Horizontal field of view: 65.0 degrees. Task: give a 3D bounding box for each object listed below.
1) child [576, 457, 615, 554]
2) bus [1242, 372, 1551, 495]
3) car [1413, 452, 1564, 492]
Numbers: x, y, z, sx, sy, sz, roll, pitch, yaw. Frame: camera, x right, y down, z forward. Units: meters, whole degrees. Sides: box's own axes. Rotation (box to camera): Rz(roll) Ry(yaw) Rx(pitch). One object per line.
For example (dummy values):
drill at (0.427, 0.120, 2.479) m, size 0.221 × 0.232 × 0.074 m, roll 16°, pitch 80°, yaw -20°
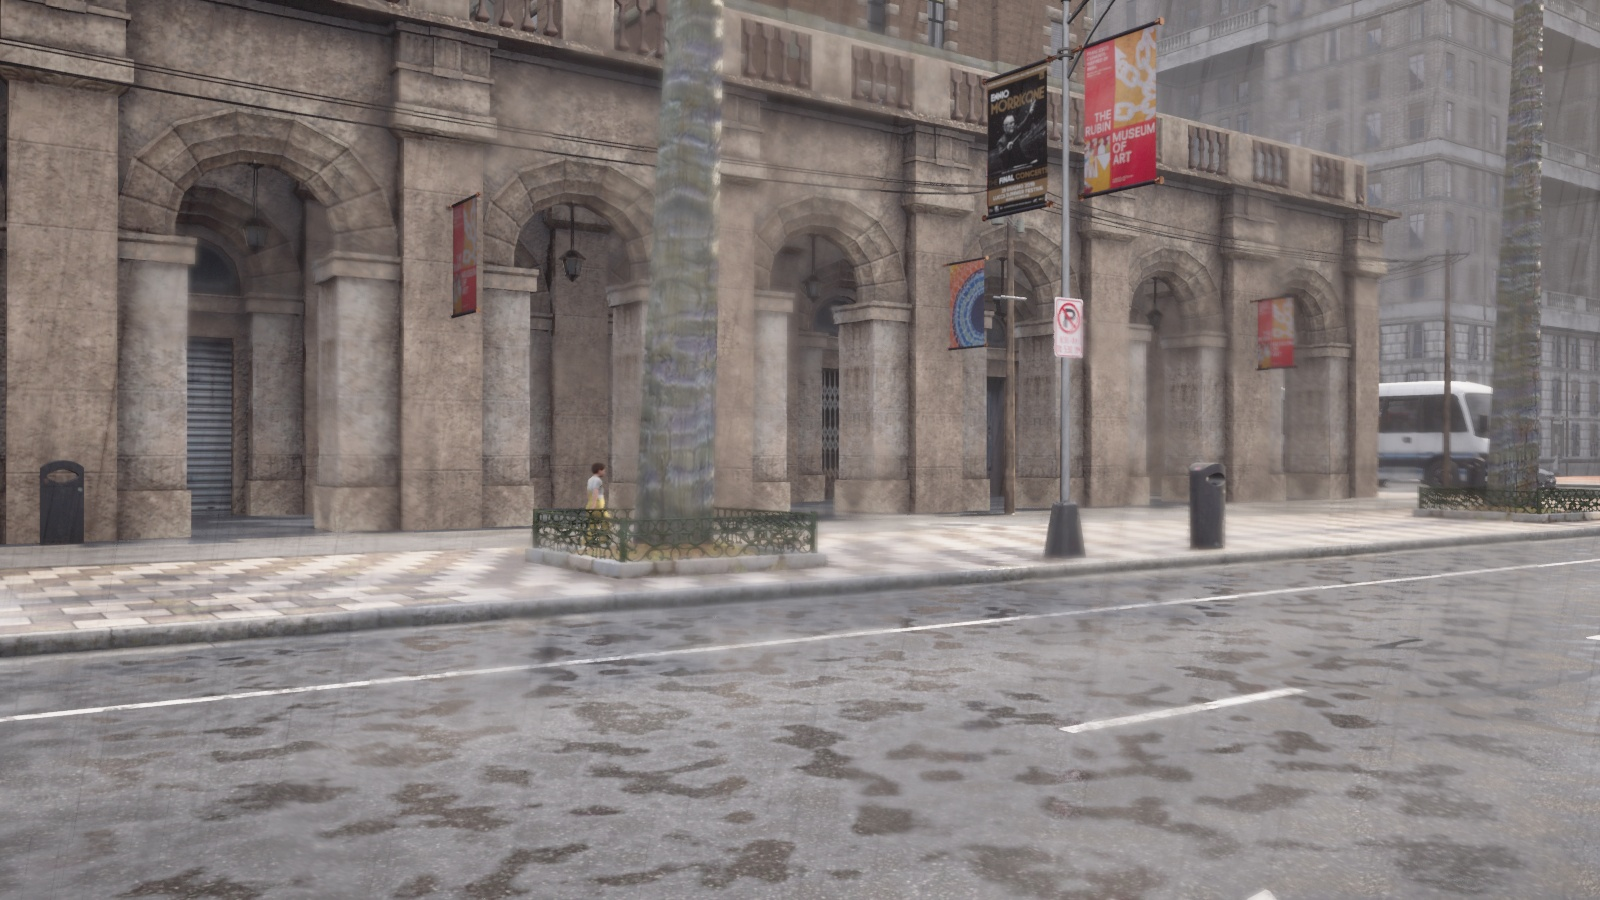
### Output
child at (-2.703, 0.728, 16.623) m, size 0.437 × 1.263 × 0.270 m, roll 0°, pitch 0°, yaw -36°
bus at (22.863, -0.560, 48.917) m, size 3.944 × 4.253 × 10.273 m, roll 0°, pitch 0°, yaw -35°
car at (26.913, 0.813, 49.256) m, size 1.837 × 1.490 × 4.892 m, roll 0°, pitch 0°, yaw -34°
